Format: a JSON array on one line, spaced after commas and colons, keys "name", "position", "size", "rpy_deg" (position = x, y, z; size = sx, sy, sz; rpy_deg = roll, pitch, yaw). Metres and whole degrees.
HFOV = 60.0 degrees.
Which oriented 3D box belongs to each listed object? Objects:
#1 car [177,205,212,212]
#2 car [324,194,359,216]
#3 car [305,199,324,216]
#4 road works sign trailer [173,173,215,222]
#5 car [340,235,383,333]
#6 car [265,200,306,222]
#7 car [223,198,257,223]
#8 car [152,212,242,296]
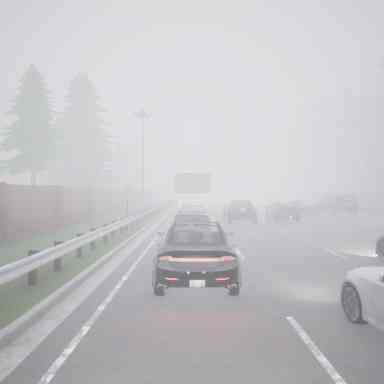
[{"name": "car", "position": [0.104, 1.474, 19.051], "size": [1.882, 1.535, 5.008], "rpy_deg": [0, 0, 4]}, {"name": "car", "position": [14.082, 1.222, 32.477], "size": [2.150, 2.045, 5.566], "rpy_deg": [0, 0, 0]}, {"name": "car", "position": [10.581, 1.526, 31.964], "size": [1.812, 1.442, 4.674], "rpy_deg": [0, 0, 0]}, {"name": "road works sign trailer", "position": [0.061, 0.464, 22.971], "size": [2.380, 3.560, 2.880], "rpy_deg": [0, 0, -2]}, {"name": "car", "position": [3.598, 1.526, 4.110], "size": [1.812, 1.442, 4.674], "rpy_deg": [0, 0, 0]}, {"name": "car", "position": [7.087, 1.507, 26.246], "size": [1.837, 1.490, 4.892], "rpy_deg": [0, 1, 0]}, {"name": "car", "position": [3.589, 1.351, 25.503], "size": [2.097, 1.767, 4.553], "rpy_deg": [0, 0, 0]}, {"name": "car", "position": [0.096, 1.491, 8.627], "size": [2.128, 1.511, 4.902], "rpy_deg": [0, 0, 0]}]
